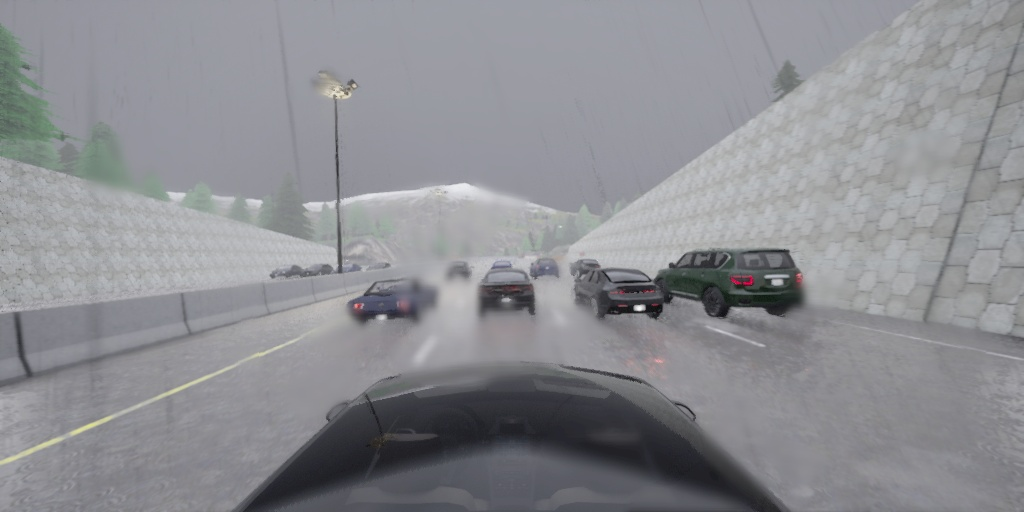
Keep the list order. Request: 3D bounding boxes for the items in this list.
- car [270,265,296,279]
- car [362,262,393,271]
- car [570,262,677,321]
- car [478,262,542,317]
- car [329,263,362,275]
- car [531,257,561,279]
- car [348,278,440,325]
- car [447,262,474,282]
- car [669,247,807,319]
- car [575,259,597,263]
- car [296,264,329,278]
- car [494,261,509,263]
[{"bbox_3d":[-25.800,1.776,41.403,1.812,1.442,4.674,-1,0,-2],"label":"car"},{"bbox_3d":[-15.311,1.513,41.854,1.837,1.490,4.892,-1,0,-2],"label":"car"},{"bbox_3d":[3.328,1.135,12.020,1.837,1.490,4.892,-1,0,-2],"label":"car"},{"bbox_3d":[-0.214,1.191,13.208,1.882,1.535,5.008,-1,0,-2],"label":"car"},{"bbox_3d":[-18.799,1.599,41.389,1.812,1.442,4.674,-1,0,-2],"label":"car"},{"bbox_3d":[2.708,0.934,29.793,2.097,1.767,4.553,-1,0,-2],"label":"car"},{"bbox_3d":[-3.676,1.404,12.160,1.895,1.301,4.718,-1,0,-2],"label":"car"},{"bbox_3d":[-4.293,1.259,29.882,1.837,1.490,4.892,-1,0,-2],"label":"car"},{"bbox_3d":[6.823,0.766,12.014,2.150,2.045,5.566,-1,0,-2],"label":"car"},{"bbox_3d":[6.196,0.999,30.257,1.837,1.490,4.892,-1,0,-2],"label":"car"},{"bbox_3d":[-22.300,1.676,41.416,1.837,1.490,4.892,-1,0,-2],"label":"car"},{"bbox_3d":[-0.851,1.141,31.531,1.882,1.535,5.008,-1,0,-2],"label":"car"}]
